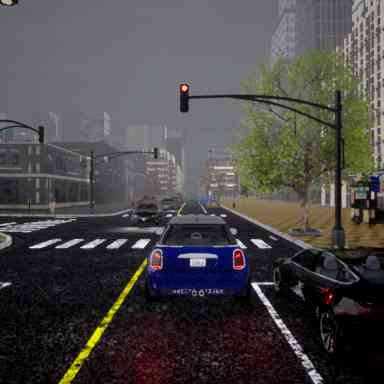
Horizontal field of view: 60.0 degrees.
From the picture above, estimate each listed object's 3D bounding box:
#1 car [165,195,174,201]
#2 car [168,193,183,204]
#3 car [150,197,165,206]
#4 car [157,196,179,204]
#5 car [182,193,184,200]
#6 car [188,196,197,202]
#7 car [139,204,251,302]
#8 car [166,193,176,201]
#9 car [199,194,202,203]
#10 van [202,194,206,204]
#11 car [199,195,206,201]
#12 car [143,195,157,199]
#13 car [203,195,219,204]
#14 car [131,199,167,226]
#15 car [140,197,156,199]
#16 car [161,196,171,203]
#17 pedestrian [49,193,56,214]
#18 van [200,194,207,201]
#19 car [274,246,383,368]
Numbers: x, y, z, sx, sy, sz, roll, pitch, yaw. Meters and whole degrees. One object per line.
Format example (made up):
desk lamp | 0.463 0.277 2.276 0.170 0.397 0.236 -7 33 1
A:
car | -5.576 1.559 82.645 2.008 1.369 4.403 0 0 0
car | -3.003 1.482 57.788 1.882 1.535 5.008 0 0 1
car | -5.613 1.555 54.890 2.008 1.369 4.403 0 0 0
car | -3.048 1.529 42.175 1.812 1.442 4.674 0 0 0
car | -2.903 1.216 73.175 2.150 2.045 5.566 0 0 0
car | 0.107 1.548 79.251 2.033 1.411 5.357 0 0 0
car | 0.112 1.353 8.417 2.097 1.767 4.553 0 0 0
car | -5.568 1.324 88.196 2.192 1.841 5.009 0 0 0
car | 2.774 1.556 60.432 2.008 1.369 4.403 0 0 0
van | 2.761 1.345 49.330 1.690 1.788 3.998 0 0 0
car | 2.812 1.534 88.357 1.752 1.417 4.829 0 0 0
car | -5.627 1.318 43.787 2.192 1.841 5.009 0 0 0
car | 2.752 1.528 43.948 1.752 1.417 4.829 0 0 0
car | -3.069 1.506 23.593 1.837 1.490 4.892 0 0 0
car | -5.636 1.585 38.236 1.802 1.307 4.206 0 0 0
car | -5.591 1.532 71.373 1.752 1.417 4.829 0 0 0
pedestrian | -12.709 1.039 30.250 0.375 1.860 0.375 0 -1 -1
van | 2.806 1.349 82.636 1.690 1.788 3.998 0 0 0
car | 2.701 1.566 5.749 1.947 1.339 4.313 0 0 0
